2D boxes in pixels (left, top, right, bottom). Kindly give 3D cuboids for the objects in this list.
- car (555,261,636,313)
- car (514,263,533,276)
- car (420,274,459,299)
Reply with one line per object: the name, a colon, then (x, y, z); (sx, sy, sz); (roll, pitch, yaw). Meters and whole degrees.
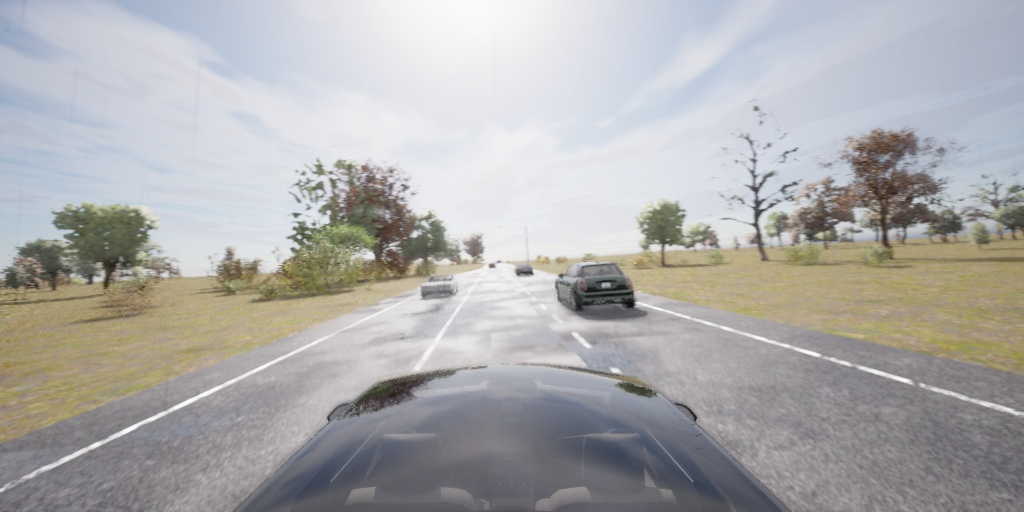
car: (2.995, 1.010, 13.964); (2.097, 1.767, 4.553); (-4, 0, -3)
car: (1.381, 1.580, 42.978); (1.994, 1.385, 4.181); (-4, 0, -3)
car: (-4.474, 1.817, 22.620); (1.895, 1.301, 4.718); (-4, 0, -3)
